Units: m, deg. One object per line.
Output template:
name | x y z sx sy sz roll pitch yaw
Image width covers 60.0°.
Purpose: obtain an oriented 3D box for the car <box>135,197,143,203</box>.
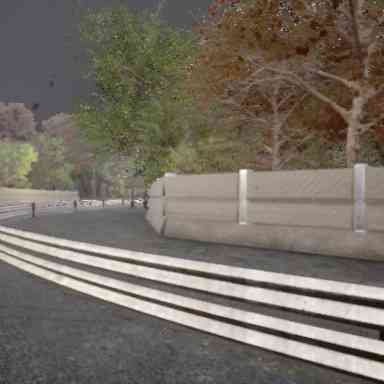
car | -13.108 2.070 82.462 2.128 1.511 4.902 0 -1 6
